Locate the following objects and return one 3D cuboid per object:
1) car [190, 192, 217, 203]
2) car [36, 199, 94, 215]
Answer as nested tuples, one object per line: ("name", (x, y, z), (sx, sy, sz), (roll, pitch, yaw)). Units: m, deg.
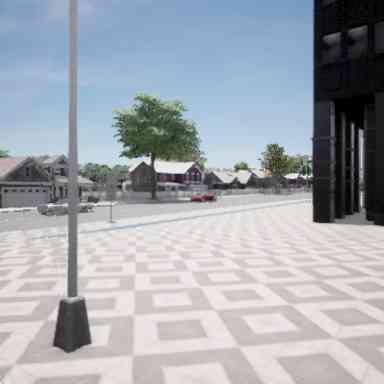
("car", (1.680, 0.735, 47.881), (1.882, 1.535, 5.008), (0, 1, 36))
("car", (-11.242, 1.270, 29.597), (1.895, 1.301, 4.718), (0, 1, 35))
